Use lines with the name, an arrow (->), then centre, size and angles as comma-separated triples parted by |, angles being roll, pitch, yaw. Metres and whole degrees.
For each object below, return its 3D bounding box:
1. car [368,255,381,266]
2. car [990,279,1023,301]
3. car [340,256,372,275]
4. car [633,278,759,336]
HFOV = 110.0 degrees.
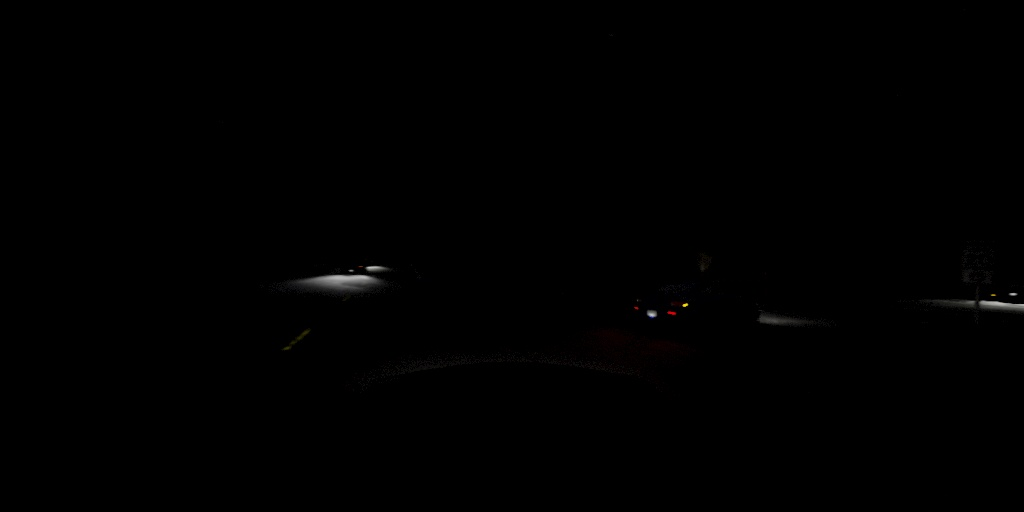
car -> -19.328, 0.580, 49.920 | 2.128, 1.511, 4.902 | 2, 0, -16
car -> 29.765, 1.993, 20.341 | 4.181, 1.385, 1.994 | 1, 0, -13
car -> -13.888, 0.897, 31.719 | 1.895, 1.301, 4.718 | 2, 0, -17
car -> 5.595, 1.395, 10.867 | 4.674, 1.442, 1.812 | 1, 0, -36
